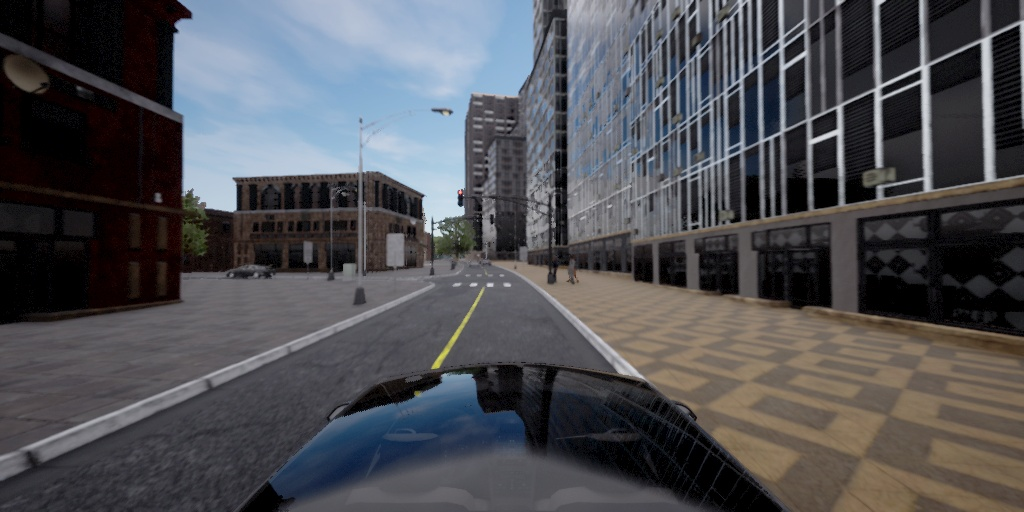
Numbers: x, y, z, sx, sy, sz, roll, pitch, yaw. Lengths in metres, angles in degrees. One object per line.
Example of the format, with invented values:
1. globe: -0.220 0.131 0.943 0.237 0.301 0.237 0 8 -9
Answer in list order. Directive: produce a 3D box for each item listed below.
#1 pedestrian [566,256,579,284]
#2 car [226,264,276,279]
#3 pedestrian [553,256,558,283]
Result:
1. pedestrian: 4.010 0.911 23.781 0.375 1.860 0.375 1 -1 -2
2. car: -24.901 1.469 34.251 4.403 1.370 2.007 0 0 8
3. pedestrian: 2.999 0.909 24.940 0.375 1.860 0.375 1 -1 -2
